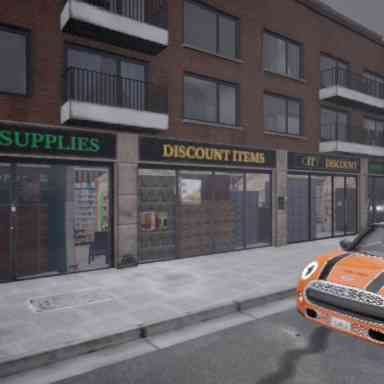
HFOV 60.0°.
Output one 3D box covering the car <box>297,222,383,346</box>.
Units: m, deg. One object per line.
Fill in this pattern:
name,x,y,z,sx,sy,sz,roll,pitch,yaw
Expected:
car,4.028,1.351,6.193,4.553,1.767,2.097,0,0,-35
